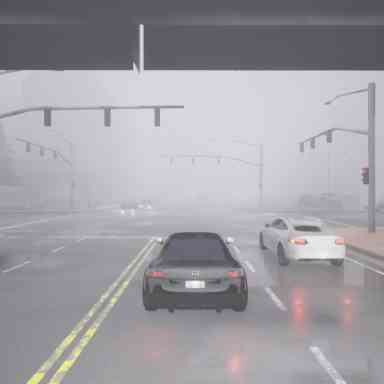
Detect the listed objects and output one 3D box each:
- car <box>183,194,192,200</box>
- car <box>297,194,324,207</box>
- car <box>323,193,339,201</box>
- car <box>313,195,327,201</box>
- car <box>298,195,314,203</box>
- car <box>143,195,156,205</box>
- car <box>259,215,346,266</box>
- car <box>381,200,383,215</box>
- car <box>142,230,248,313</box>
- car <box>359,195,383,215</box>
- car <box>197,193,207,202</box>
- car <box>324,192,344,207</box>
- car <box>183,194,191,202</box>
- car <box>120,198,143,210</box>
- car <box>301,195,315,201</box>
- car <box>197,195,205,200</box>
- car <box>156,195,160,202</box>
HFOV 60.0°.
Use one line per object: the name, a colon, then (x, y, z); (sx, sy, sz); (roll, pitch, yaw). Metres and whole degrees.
car: (-1.154, 1.351, 86.076); (2.128, 1.511, 4.902); (0, 0, 0)
car: (16.646, 1.153, 47.426); (1.932, 1.855, 4.605); (0, 0, 0)
car: (33.496, 1.153, 80.040); (1.932, 1.855, 4.605); (0, 0, 0)
car: (30.813, 1.363, 79.982); (1.784, 1.438, 3.905); (0, 0, 0)
car: (22.194, 1.395, 64.856); (1.970, 1.475, 3.806); (0, 0, 0)
car: (-8.051, 1.600, 58.469); (1.895, 1.301, 4.718); (0, 0, 0)
car: (3.582, 1.526, 11.405); (1.812, 1.442, 4.674); (0, 0, 0)
car: (20.013, 1.600, 29.654); (4.718, 1.301, 1.895); (0, 0, 1)
car: (0.067, 1.564, 7.745); (1.994, 1.385, 4.181); (0, 0, 0)
car: (19.752, 1.352, 33.153); (4.553, 1.767, 2.097); (0, 0, 1)
car: (2.405, 1.223, 77.031); (2.150, 2.045, 5.566); (0, 0, 0)
car: (19.540, 1.156, 47.380); (1.905, 1.878, 3.866); (0, 0, 0)
car: (-1.095, 1.593, 77.006); (1.895, 1.301, 4.718); (0, 0, 0)
car: (-7.964, 1.563, 42.784); (1.994, 1.385, 4.181); (0, 0, 0)
car: (27.918, 1.395, 79.974); (1.970, 1.475, 3.806); (0, 0, 0)
car: (2.346, 1.378, 86.099); (1.994, 1.385, 4.181); (0, 0, 0)
car: (-8.073, 1.477, 73.626); (1.882, 1.535, 5.008); (0, 0, 0)
